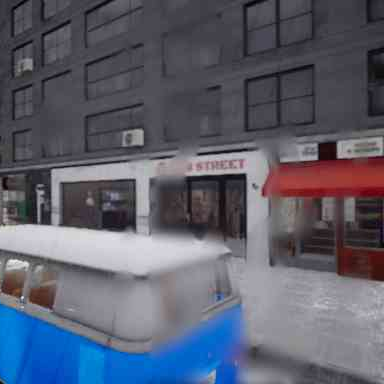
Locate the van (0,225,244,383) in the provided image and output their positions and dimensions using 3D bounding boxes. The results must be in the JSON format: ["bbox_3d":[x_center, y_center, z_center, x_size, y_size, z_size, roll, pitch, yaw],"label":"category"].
[{"bbox_3d":[-1.384,1.349,3.852,3.998,1.788,1.690,0,-1,35],"label":"van"}]
